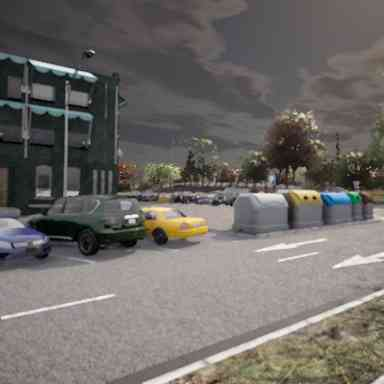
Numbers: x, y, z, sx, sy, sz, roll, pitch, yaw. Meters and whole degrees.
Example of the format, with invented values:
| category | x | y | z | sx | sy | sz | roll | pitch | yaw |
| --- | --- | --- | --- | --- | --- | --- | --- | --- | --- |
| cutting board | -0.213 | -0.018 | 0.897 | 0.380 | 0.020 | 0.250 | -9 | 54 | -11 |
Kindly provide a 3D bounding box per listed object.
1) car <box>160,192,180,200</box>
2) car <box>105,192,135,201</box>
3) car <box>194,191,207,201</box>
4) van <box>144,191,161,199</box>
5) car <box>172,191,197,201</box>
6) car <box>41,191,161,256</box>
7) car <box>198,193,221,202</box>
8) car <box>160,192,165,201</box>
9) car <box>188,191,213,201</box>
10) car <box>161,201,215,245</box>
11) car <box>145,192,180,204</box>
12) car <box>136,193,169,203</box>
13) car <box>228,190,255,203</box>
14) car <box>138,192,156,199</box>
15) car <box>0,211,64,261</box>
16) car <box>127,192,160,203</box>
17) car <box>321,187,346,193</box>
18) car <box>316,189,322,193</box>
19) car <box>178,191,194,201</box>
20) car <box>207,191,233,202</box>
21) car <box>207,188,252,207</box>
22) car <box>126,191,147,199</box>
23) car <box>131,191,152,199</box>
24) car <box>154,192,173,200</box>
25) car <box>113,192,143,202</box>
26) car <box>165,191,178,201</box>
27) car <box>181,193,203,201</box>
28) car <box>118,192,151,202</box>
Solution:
| category | x | y | z | sx | sy | sz | roll | pitch | yaw |
| --- | --- | --- | --- | --- | --- | --- | --- | --- | --- |
| car | -5.060 | 0.962 | 77.852 | 2.185 | 1.767 | 4.553 | 0 | -1 | 35 |
| car | -12.625 | 0.806 | 58.787 | 1.946 | 1.575 | 5.366 | 0 | 0 | 35 |
| car | 2.660 | 0.848 | 37.068 | 2.002 | 1.452 | 4.674 | 0 | 0 | 35 |
| van | -10.145 | 0.864 | 85.421 | 1.878 | 1.987 | 4.442 | 0 | -1 | 35 |
| car | -1.574 | 0.838 | 72.937 | 2.435 | 2.045 | 5.566 | 0 | -1 | 35 |
| car | -4.250 | 1.151 | 12.917 | 5.566 | 2.045 | 2.435 | -1 | 0 | 35 |
| car | 3.559 | 1.088 | 65.459 | 2.231 | 1.521 | 4.892 | 0 | -1 | 35 |
| car | -2.302 | 0.806 | 44.514 | 1.946 | 1.575 | 5.366 | 0 | 0 | 35 |
| car | 1.835 | 0.836 | 67.923 | 2.435 | 2.045 | 5.566 | 1 | -1 | 35 |
| car | -1.906 | 1.346 | 14.760 | 5.366 | 1.575 | 1.946 | -1 | 0 | 35 |
| car | -4.088 | 0.810 | 46.784 | 2.231 | 1.521 | 4.892 | 0 | 0 | 35 |
| car | -5.788 | 0.839 | 49.194 | 2.163 | 1.488 | 4.792 | 0 | 0 | 35 |
| car | 8.739 | 0.835 | 57.992 | 2.435 | 2.045 | 5.566 | 1 | -1 | 35 |
| car | -11.910 | 0.962 | 87.827 | 2.185 | 1.767 | 4.553 | 1 | -1 | 35 |
| car | -6.679 | 1.492 | 11.164 | 4.674 | 1.452 | 2.002 | -1 | -1 | 35 |
| car | -7.457 | 0.809 | 51.646 | 2.097 | 1.535 | 5.008 | 0 | 0 | 35 |
| car | 19.103 | 0.836 | 43.150 | 2.435 | 2.045 | 5.566 | 0 | -1 | 35 |
| car | 21.606 | -0.050 | 51.492 | 1.837 | 1.490 | 4.892 | 1 | 4 | -34 |
| car | 0.969 | 0.810 | 39.495 | 2.231 | 1.521 | 4.892 | 0 | 0 | 35 |
| car | 5.324 | 0.837 | 63.007 | 2.435 | 2.045 | 5.566 | 0 | -1 | 35 |
| car | 4.339 | 0.557 | 34.611 | 2.435 | 2.045 | 5.566 | 0 | 0 | 35 |
| car | -15.373 | 0.834 | 92.799 | 2.435 | 2.045 | 5.566 | 0 | -1 | 35 |
| car | -13.661 | 0.834 | 90.261 | 2.435 | 2.045 | 5.566 | 1 | -1 | 35 |
| car | -6.795 | 0.961 | 80.336 | 2.185 | 1.767 | 4.553 | 0 | -1 | 35 |
| car | -10.841 | 0.809 | 56.515 | 2.097 | 1.535 | 5.008 | 0 | 0 | 35 |
| car | -0.735 | 0.683 | 41.905 | 2.185 | 1.767 | 4.553 | 0 | 0 | 35 |
| car | 0.023 | 1.080 | 70.272 | 1.946 | 1.575 | 5.366 | 1 | -1 | 35 |
| car | -9.251 | 0.806 | 53.926 | 1.946 | 1.575 | 5.366 | 0 | 0 | 35 |
